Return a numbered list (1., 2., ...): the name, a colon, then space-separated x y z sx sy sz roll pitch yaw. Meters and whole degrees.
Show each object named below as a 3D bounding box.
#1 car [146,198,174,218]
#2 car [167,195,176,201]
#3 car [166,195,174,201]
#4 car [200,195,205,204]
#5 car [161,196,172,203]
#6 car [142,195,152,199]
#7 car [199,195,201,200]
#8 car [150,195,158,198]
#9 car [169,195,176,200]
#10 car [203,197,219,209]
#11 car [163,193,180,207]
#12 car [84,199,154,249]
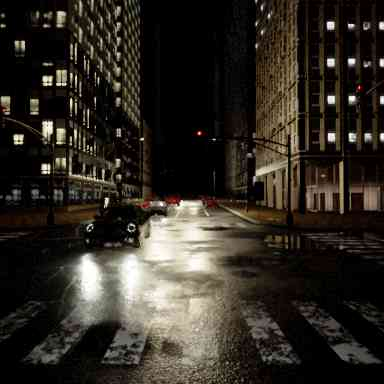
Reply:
1. car: -3.055 1.559 30.990 2.033 1.411 5.357 0 0 0
2. car: -5.544 1.587 89.587 2.008 1.369 4.403 1 0 0
3. car: -5.552 1.578 84.012 1.887 1.381 4.507 1 0 0
4. car: 2.788 1.547 56.361 1.752 1.417 4.829 1 0 0
5. car: -5.568 1.573 72.861 1.887 1.381 4.507 1 0 0
6. car: -5.624 1.453 33.835 1.967 1.590 4.097 1 0 0
7. car: 2.795 1.590 61.768 1.947 1.339 4.313 1 0 0
8. car: -5.605 1.332 44.986 2.192 1.841 5.009 1 0 0
9. car: -5.536 1.605 95.162 1.947 1.339 4.313 1 0 0
10. car: 2.769 1.599 45.035 1.802 1.307 4.206 1 0 0
11. car: -2.999 1.244 52.571 2.150 2.045 5.566 0 0 0
12. car: -3.079 1.357 14.490 2.097 1.767 4.553 0 0 0
